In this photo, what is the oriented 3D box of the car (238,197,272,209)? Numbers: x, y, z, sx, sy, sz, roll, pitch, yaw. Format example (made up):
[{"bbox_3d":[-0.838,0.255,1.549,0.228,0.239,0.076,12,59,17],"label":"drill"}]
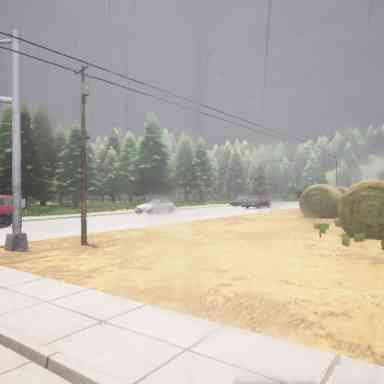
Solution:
[{"bbox_3d":[8.495,1.412,43.100,2.033,1.411,5.357,0,0,37],"label":"car"}]

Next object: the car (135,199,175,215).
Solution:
[{"bbox_3d":[-3.571,1.479,33.058,1.812,1.442,4.674,0,0,37],"label":"car"}]

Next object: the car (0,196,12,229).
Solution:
[{"bbox_3d":[-13.350,1.262,19.910,2.150,2.045,5.566,0,0,37],"label":"car"}]

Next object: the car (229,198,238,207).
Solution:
[{"bbox_3d":[7.435,1.405,47.769,2.033,1.411,5.357,0,0,37],"label":"car"}]
